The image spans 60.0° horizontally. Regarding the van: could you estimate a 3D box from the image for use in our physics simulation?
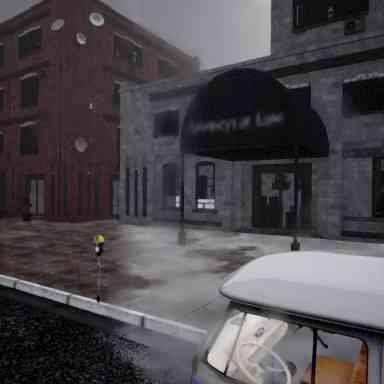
[{"bbox_3d":[1.790,1.341,1.627,3.998,1.788,1.690,0,1,34],"label":"van"}]
